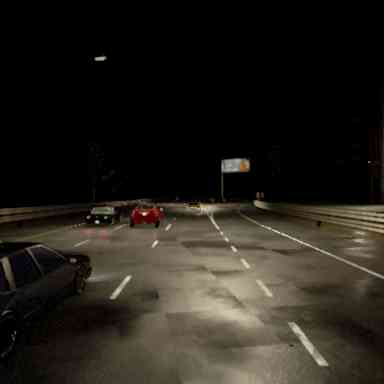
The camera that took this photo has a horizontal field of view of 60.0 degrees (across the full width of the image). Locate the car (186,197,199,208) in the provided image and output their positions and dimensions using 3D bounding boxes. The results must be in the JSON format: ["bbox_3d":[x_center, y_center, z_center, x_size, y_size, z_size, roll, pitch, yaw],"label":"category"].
[{"bbox_3d":[0.354,2.221,63.157,1.812,1.442,4.674,0,-1,0],"label":"car"}]

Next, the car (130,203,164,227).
[{"bbox_3d":[-3.330,1.635,25.452,2.097,1.767,4.553,0,-1,0],"label":"car"}]

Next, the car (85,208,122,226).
[{"bbox_3d":[-6.822,1.884,26.217,1.895,1.301,4.718,0,0,0],"label":"car"}]

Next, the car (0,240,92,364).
[{"bbox_3d":[-3.395,1.613,5.837,2.033,1.411,5.357,0,-1,0],"label":"car"}]
